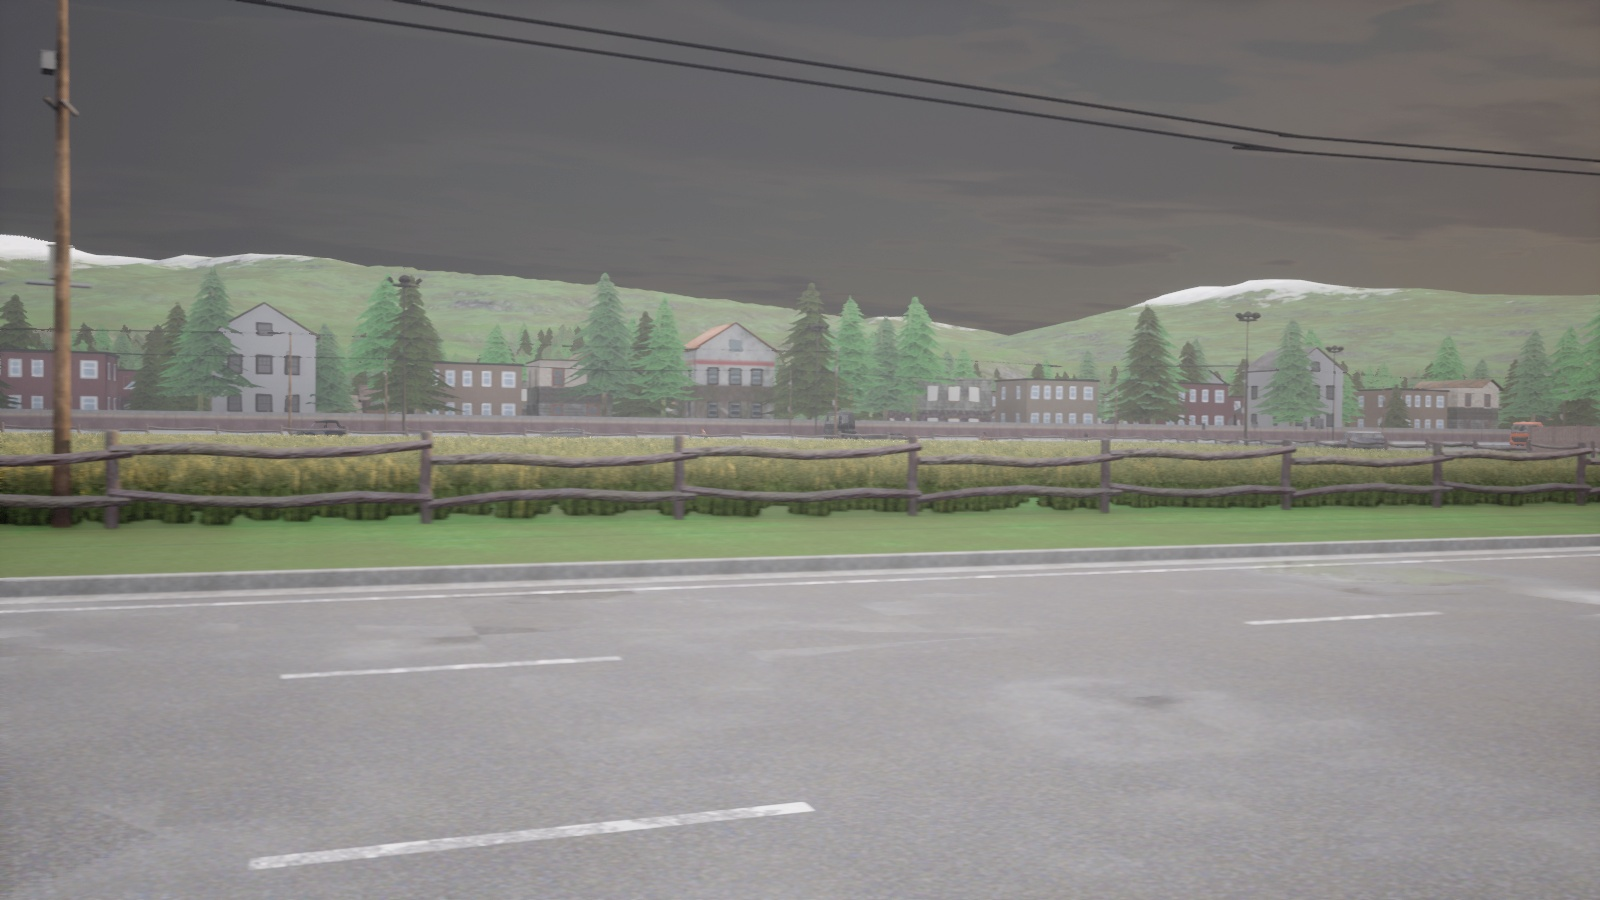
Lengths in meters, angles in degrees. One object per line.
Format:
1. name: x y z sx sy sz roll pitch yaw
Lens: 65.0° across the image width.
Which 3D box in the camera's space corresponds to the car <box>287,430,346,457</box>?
1. car: -34.539 -0.492 89.696 3.866 1.878 1.905 -1 1 -22
